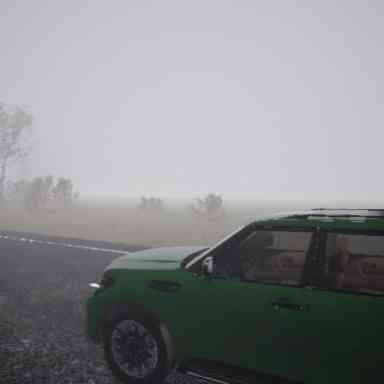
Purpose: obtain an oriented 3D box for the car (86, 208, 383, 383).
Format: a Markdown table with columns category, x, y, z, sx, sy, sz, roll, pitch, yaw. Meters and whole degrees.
| category | x | y | z | sx | sy | sz | roll | pitch | yaw |
| --- | --- | --- | --- | --- | --- | --- | --- | --- | --- |
| car | 1.393 | 1.215 | 3.835 | 5.566 | 2.045 | 2.150 | 1 | 0 | 27 |
